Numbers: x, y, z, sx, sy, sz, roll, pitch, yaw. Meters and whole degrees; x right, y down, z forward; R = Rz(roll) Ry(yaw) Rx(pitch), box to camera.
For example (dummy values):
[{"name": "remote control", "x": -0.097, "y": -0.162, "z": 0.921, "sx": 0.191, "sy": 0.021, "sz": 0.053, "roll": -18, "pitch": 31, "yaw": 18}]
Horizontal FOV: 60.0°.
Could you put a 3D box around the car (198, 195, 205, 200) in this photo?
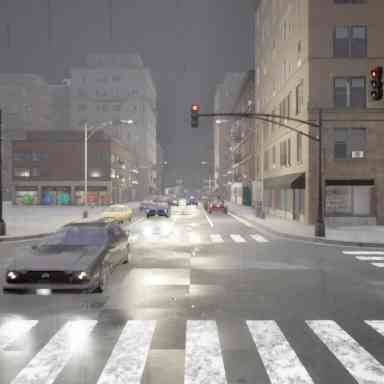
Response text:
[{"name": "car", "x": 2.613, "y": 1.575, "z": 92.015, "sx": 1.947, "sy": 1.339, "sz": 4.313, "roll": 0, "pitch": 0, "yaw": 0}]

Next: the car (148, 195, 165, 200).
[{"name": "car", "x": -5.400, "y": 1.317, "z": 46.718, "sx": 2.192, "sy": 1.841, "sz": 5.009, "roll": 0, "pitch": 0, "yaw": 0}]

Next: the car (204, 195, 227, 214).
[{"name": "car", "x": 2.628, "y": 1.441, "z": 35.396, "sx": 1.967, "sy": 1.590, "sz": 4.097, "roll": 0, "pitch": 0, "yaw": 0}]

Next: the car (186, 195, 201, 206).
[{"name": "car", "x": -0.014, "y": 1.604, "z": 53.887, "sx": 1.895, "sy": 1.301, "sz": 4.718, "roll": 0, "pitch": 0, "yaw": 0}]

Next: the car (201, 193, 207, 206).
[{"name": "car", "x": 2.627, "y": 1.317, "z": 41.058, "sx": 2.192, "sy": 1.841, "sz": 5.009, "roll": 0, "pitch": 0, "yaw": 0}]

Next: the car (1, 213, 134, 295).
[{"name": "car", "x": -2.847, "y": 1.540, "z": 9.064, "sx": 2.033, "sy": 1.411, "sz": 5.357, "roll": 0, "pitch": 0, "yaw": 0}]

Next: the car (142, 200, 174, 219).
[{"name": "car", "x": -2.858, "y": 1.602, "z": 29.017, "sx": 1.895, "sy": 1.301, "sz": 4.718, "roll": 0, "pitch": 0, "yaw": 0}]

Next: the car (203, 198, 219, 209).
[{"name": "car", "x": 2.625, "y": 1.568, "z": 46.720, "sx": 1.947, "sy": 1.339, "sz": 4.313, "roll": 0, "pitch": 0, "yaw": 0}]

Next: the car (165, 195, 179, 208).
[{"name": "car", "x": -2.839, "y": 1.550, "z": 49.068, "sx": 2.033, "sy": 1.411, "sz": 5.357, "roll": 0, "pitch": 0, "yaw": 0}]

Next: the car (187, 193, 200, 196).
[{"name": "car", "x": -0.017, "y": 1.225, "z": 64.189, "sx": 2.150, "sy": 2.045, "sz": 5.566, "roll": 0, "pitch": 0, "yaw": 0}]

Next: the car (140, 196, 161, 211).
[{"name": "car", "x": -5.398, "y": 1.553, "z": 41.056, "sx": 2.008, "sy": 1.369, "sz": 4.403, "roll": 0, "pitch": 0, "yaw": 0}]

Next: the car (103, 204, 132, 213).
[{"name": "car", "x": -5.394, "y": 1.526, "z": 23.900, "sx": 1.752, "sy": 1.417, "sz": 4.829, "roll": 0, "pitch": 0, "yaw": 0}]

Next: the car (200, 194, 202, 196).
[{"name": "car", "x": 2.619, "y": 1.555, "z": 69.367, "sx": 2.008, "sy": 1.369, "sz": 4.403, "roll": 0, "pitch": 0, "yaw": 0}]
